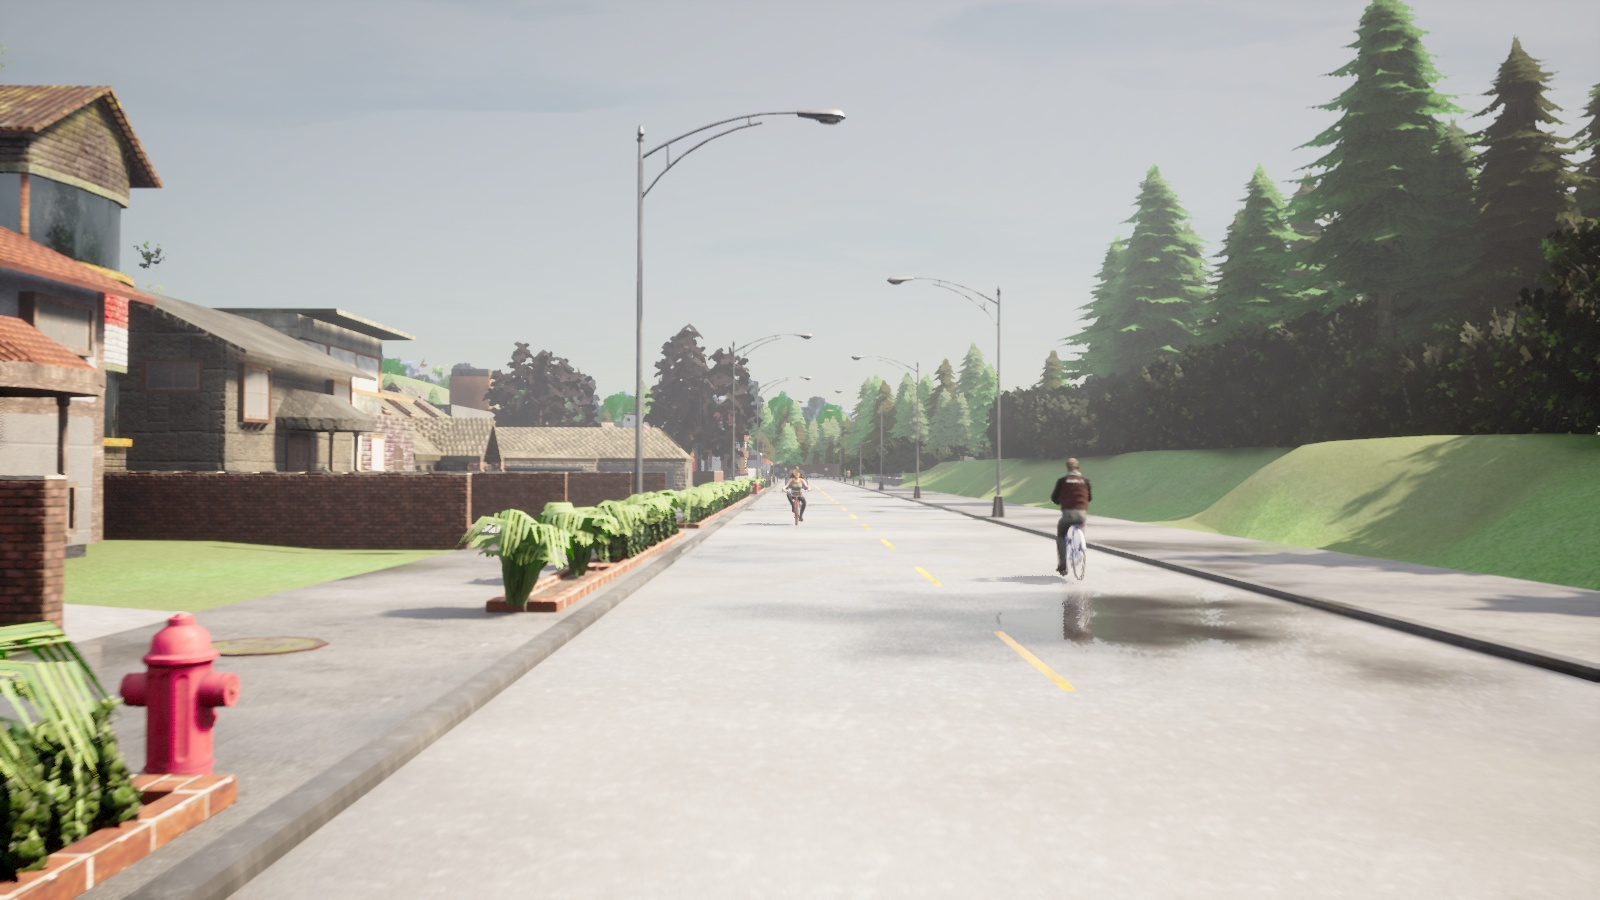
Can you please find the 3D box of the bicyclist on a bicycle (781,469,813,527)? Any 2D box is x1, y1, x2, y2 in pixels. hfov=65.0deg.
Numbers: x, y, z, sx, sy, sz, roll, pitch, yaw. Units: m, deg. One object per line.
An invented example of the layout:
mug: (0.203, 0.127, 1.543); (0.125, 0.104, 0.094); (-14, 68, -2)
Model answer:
bicyclist on a bicycle: (-0.087, 1.350, 35.749); (0.866, 1.612, 1.509); (0, -1, 0)

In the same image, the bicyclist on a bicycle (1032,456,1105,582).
bicyclist on a bicycle: (3.954, 0.981, 18.621); (0.659, 1.776, 1.843); (0, -1, 0)
